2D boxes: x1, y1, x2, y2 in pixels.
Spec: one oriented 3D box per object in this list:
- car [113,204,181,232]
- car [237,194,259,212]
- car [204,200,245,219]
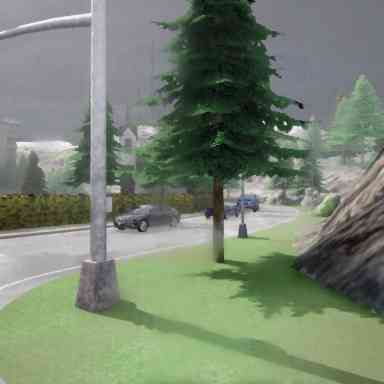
[{"bbox_3d":[-2.626,1.506,20.316,1.837,1.490,4.892,0,0,35],"label":"car"},{"bbox_3d":[6.551,1.223,38.781,2.150,2.045,5.566,0,0,16],"label":"car"},{"bbox_3d":[2.752,1.602,29.104,1.895,1.301,4.718,0,0,26],"label":"car"}]
